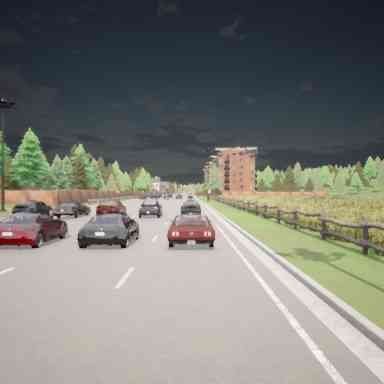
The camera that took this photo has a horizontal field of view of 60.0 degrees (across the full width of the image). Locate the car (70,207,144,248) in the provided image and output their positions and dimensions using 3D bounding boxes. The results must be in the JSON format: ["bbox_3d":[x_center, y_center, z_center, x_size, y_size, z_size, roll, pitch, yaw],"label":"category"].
[{"bbox_3d":[-3.531,1.569,14.695,1.994,1.385,4.181,0,0,0],"label":"car"}]

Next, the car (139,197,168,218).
[{"bbox_3d":[-3.608,1.492,29.695,2.128,1.511,4.902,0,0,0],"label":"car"}]

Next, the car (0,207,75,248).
[{"bbox_3d":[-7.031,1.569,14.677,1.994,1.385,4.181,0,0,0],"label":"car"}]

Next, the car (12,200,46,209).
[{"bbox_3d":[-14.108,1.514,29.641,1.837,1.490,4.892,0,0,0],"label":"car"}]

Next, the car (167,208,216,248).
[{"bbox_3d":[-0.032,1.613,14.743,1.895,1.301,4.718,0,0,0],"label":"car"}]

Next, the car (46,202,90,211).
[{"bbox_3d":[-10.608,1.560,29.659,2.033,1.411,5.357,0,0,0],"label":"car"}]

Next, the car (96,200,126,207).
[{"bbox_3d":[-7.108,1.482,29.677,1.882,1.535,5.008,0,0,0],"label":"car"}]

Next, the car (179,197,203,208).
[{"bbox_3d":[-0.108,1.514,29.713,1.837,1.490,4.892,0,0,0],"label":"car"}]
